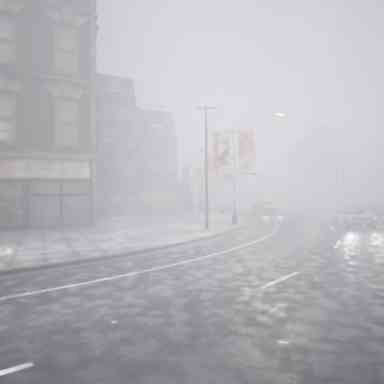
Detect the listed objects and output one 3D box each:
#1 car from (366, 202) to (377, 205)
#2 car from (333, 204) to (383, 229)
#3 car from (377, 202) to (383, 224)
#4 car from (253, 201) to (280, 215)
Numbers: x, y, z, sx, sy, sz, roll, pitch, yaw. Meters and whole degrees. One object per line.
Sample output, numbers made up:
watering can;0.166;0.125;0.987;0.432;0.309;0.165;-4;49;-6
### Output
car;19.363;1.713;35.043;2.033;1.411;5.357;0;0;-2
car;11.026;1.719;22.644;1.895;1.301;4.718;0;0;13
car;14.774;1.602;23.069;1.837;1.490;4.892;0;0;13
car;8.453;1.740;38.104;1.882;1.535;5.008;0;-1;-7
